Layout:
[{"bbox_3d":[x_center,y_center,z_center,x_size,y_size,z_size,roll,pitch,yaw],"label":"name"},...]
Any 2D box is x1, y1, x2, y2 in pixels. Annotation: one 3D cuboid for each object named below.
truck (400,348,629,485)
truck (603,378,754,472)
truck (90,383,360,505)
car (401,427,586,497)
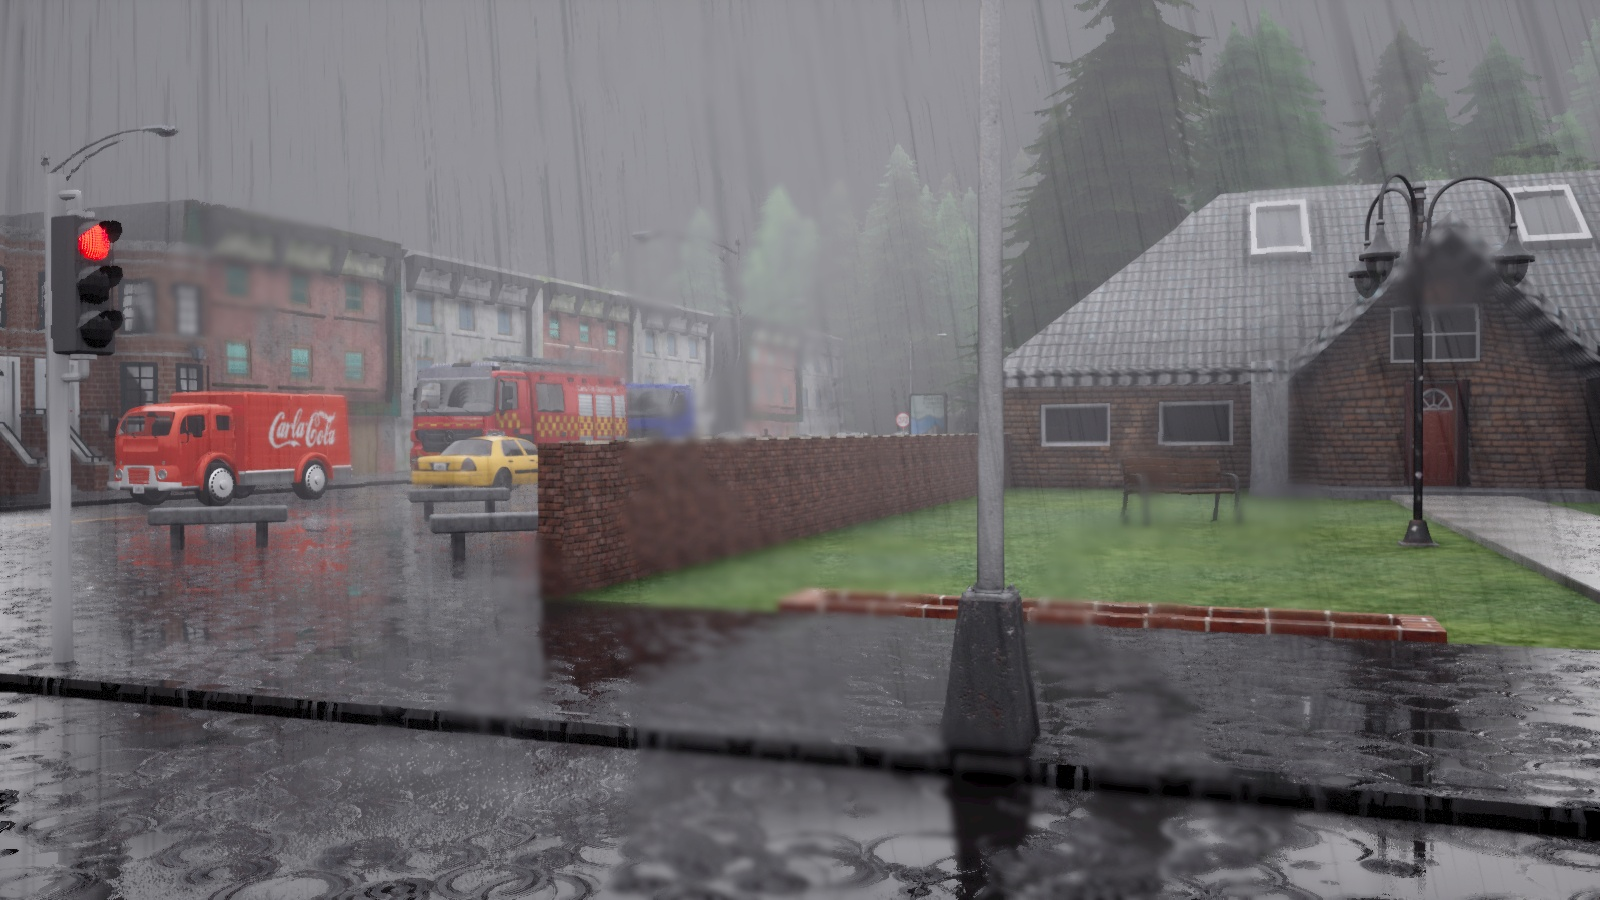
[{"bbox_3d":[-8.667,-1.003,39.476,2.891,3.827,8.468,1,1,20],"label":"truck"},{"bbox_3d":[-4.694,-0.980,50.418,2.891,3.462,7.936,1,1,20],"label":"truck"},{"bbox_3d":[-12.732,-0.161,28.262,2.627,2.467,5.204,1,1,20],"label":"truck"},{"bbox_3d":[-7.437,0.239,31.156,1.801,1.575,5.366,1,1,20],"label":"car"}]
